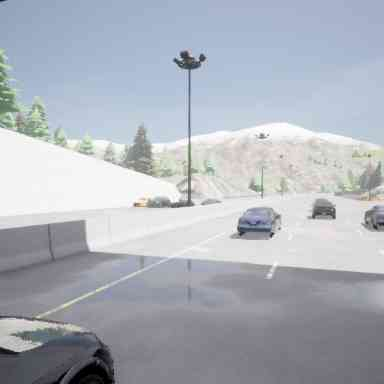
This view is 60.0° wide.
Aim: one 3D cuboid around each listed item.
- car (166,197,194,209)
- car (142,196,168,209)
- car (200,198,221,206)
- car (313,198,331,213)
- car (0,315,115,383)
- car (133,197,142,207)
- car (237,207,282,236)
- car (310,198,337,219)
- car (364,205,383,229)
[{"bbox_3d":[-1.315,1.601,45.231,1.895,1.301,4.718,0,0,21],"label":"car"},{"bbox_3d":[-4.617,1.351,46.401,2.097,1.767,4.553,0,0,21],"label":"car"},{"bbox_3d":[2.649,1.547,45.807,2.033,1.411,5.357,0,0,20],"label":"car"},{"bbox_3d":[15.134,1.505,38.910,1.837,1.490,4.892,0,0,20],"label":"car"},{"bbox_3d":[-2.261,1.564,1.952,1.994,1.385,4.181,0,0,20],"label":"car"},{"bbox_3d":[-7.062,1.493,49.811,1.882,1.535,5.008,0,0,20],"label":"car"},{"bbox_3d":[3.849,1.547,18.476,2.033,1.411,5.357,0,0,20],"label":"car"},{"bbox_3d":[11.607,1.505,29.369,1.837,1.490,4.892,0,0,20],"label":"car"},{"bbox_3d":[12.383,1.547,21.376,2.033,1.411,5.357,0,0,20],"label":"car"}]
